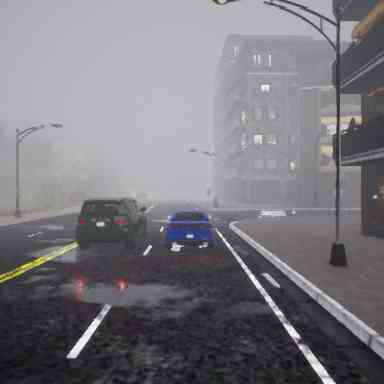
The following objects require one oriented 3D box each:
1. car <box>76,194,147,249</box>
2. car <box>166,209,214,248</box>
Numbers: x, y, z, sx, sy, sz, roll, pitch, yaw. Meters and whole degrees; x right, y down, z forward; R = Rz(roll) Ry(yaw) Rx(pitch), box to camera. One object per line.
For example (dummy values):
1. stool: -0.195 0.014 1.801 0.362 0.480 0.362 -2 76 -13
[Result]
1. car: -3.354 1.259 14.741 2.150 2.045 5.566 0 0 -1
2. car: -0.104 1.486 14.755 1.882 1.535 5.008 0 0 -1
